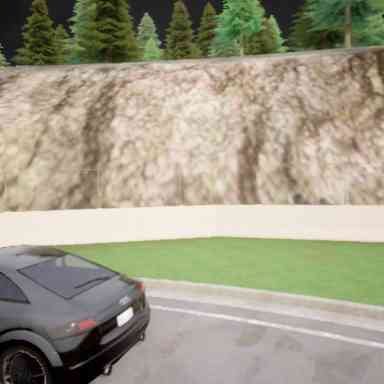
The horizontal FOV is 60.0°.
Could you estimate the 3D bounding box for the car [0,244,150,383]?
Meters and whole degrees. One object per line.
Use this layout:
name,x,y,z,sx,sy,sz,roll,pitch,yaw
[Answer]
car,-2.710,1.476,4.596,4.181,1.385,1.994,-1,1,18
